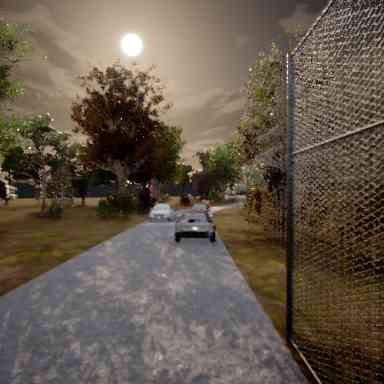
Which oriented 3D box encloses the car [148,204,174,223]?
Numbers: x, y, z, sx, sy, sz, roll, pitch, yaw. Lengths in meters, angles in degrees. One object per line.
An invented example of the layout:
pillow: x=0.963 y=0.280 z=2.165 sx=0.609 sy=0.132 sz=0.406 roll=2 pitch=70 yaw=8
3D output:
car: x=-2.446 y=1.723 z=28.069 sx=1.812 sy=1.442 sz=4.674 roll=0 pitch=-1 yaw=3

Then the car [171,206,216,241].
car: x=0.171 y=1.652 z=17.225 sx=1.994 sy=1.385 sz=4.181 roll=0 pitch=-1 yaw=1

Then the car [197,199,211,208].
car: x=2.532 y=2.413 z=68.105 sx=2.097 sy=1.767 sz=4.553 roll=0 pitch=-2 yaw=11

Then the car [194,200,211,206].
car: x=0.933 y=1.857 z=35.657 sx=2.033 sy=1.411 sz=5.357 roll=0 pitch=-1 yaw=4
